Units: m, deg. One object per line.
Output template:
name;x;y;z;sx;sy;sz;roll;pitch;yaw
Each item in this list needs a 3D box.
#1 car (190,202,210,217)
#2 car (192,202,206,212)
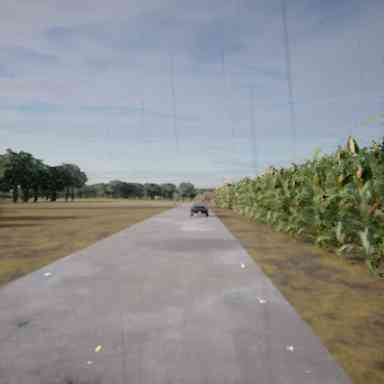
car;0.808;1.828;35.789;1.837;1.490;4.892;0;-1;1
car;1.044;2.102;47.024;1.895;1.301;4.718;0;-1;2
